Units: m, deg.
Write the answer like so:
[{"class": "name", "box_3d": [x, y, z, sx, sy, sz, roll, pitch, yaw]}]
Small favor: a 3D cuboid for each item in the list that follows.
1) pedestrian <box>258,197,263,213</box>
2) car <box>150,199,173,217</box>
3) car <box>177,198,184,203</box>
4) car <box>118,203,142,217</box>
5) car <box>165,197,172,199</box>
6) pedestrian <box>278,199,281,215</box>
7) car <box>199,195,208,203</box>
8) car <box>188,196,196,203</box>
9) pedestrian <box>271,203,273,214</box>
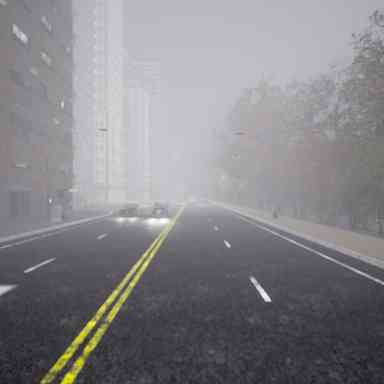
[{"class": "pedestrian", "box_3d": [8.005, 1.495, 38.620, 0.375, 1.860, 0.375, 0, 0, 0]}, {"class": "car", "box_3d": [-3.258, 1.816, 35.288, 2.128, 1.511, 4.902, 0, -1, 0]}, {"class": "car", "box_3d": [-3.263, 2.464, 94.093, 1.895, 1.301, 4.718, 0, -1, 0]}, {"class": "car", "box_3d": [-6.507, 1.890, 35.404, 1.994, 1.385, 4.181, 0, -1, 0]}, {"class": "car", "box_3d": [-6.513, 2.224, 94.155, 2.097, 1.767, 4.553, 0, -1, 0]}, {"class": "pedestrian", "box_3d": [10.006, 1.667, 38.020, 0.375, 1.860, 0.375, 0, 0, 0]}, {"class": "car", "box_3d": [3.237, 2.359, 91.608, 2.128, 1.511, 4.902, 0, -1, 0]}, {"class": "car", "box_3d": [-0.011, 2.059, 91.640, 2.150, 2.045, 5.566, 0, -1, 0]}, {"class": "pedestrian", "box_3d": [9.005, 1.764, 37.420, 0.375, 1.300, 0.375, 0, 0, 0]}]
